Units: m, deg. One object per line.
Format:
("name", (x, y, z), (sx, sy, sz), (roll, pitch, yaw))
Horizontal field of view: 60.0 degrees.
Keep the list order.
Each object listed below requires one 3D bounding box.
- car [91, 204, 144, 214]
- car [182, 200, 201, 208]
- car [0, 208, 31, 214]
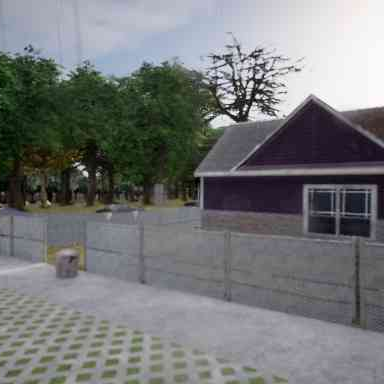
("car", (-6.597, 1.771, 29.995), (2.033, 1.411, 5.357), (1, 1, 36))
("car", (0.604, 1.638, 39.961), (1.994, 1.385, 4.181), (1, 1, 37))
("car", (-12.730, 1.778, 21.469), (1.812, 1.442, 4.674), (1, 0, 36))
